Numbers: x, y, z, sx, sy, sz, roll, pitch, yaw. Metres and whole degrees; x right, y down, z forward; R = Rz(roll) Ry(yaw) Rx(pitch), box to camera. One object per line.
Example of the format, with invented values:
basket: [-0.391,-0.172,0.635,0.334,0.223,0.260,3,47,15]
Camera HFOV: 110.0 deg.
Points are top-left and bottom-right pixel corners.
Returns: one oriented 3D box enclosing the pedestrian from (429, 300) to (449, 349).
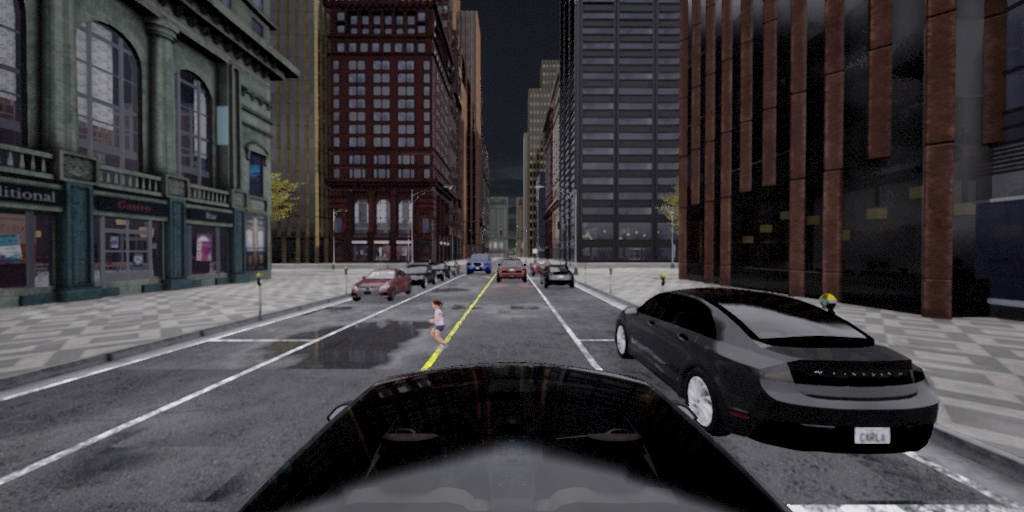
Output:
pedestrian: [-1.512,1.384,7.548,0.500,1.100,0.500,0,1,-10]

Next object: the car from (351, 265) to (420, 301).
car: [-5.792,1.230,16.443,1.802,1.307,4.207,0,0,0]

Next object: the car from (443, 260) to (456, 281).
car: [-5.817,1.139,27.715,1.948,1.339,4.313,0,0,0]

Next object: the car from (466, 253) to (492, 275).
car: [-3.114,0.750,35.072,2.150,2.045,5.566,0,0,0]

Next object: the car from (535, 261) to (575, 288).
car: [2.721,1.177,22.100,1.948,1.339,4.313,0,0,0]

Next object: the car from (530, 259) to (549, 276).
car: [2.696,0.978,33.372,1.967,1.591,4.097,0,0,0]

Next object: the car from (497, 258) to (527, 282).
car: [0.006,0.935,26.349,2.097,1.767,4.553,0,0,1]

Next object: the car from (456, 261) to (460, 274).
car: [-5.829,1.088,33.352,2.007,1.370,4.403,0,0,0]

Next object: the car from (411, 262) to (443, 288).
car: [-5.804,1.176,22.079,1.948,1.339,4.313,0,0,0]

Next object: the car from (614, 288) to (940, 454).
car: [2.994,1.230,5.406,1.837,1.490,4.892,0,0,0]
